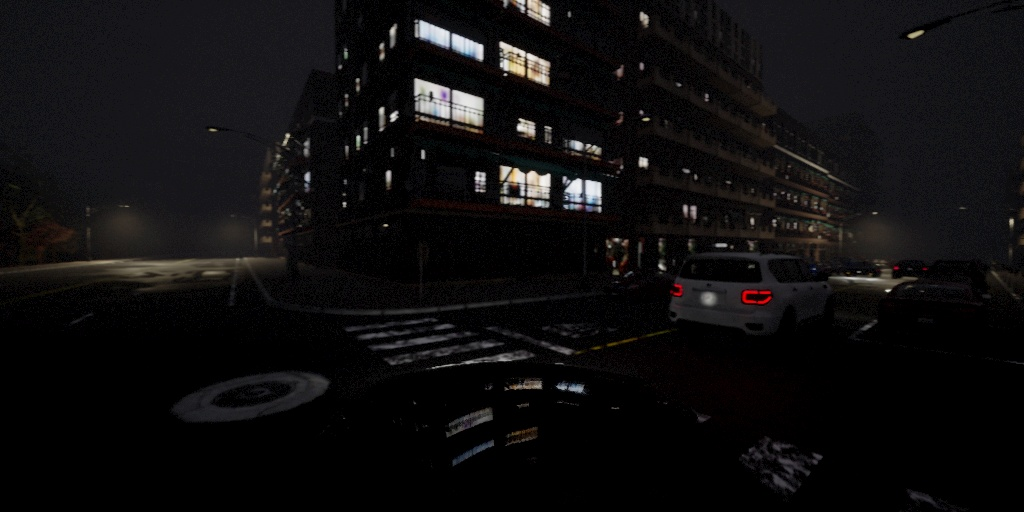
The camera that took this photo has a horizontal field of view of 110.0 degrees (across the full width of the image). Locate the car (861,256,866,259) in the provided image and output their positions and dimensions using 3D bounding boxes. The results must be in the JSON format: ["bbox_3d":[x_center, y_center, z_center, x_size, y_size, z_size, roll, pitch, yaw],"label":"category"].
[{"bbox_3d":[41.596,0.941,43.503,5.009,1.841,2.192,0,0,-38],"label":"car"}]

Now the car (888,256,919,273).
[{"bbox_3d":[33.775,1.074,30.180,4.553,1.767,2.097,0,1,-37],"label":"car"}]

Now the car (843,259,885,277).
[{"bbox_3d":[32.219,1.233,32.866,4.181,1.385,1.994,0,1,-38],"label":"car"}]

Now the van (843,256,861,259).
[{"bbox_3d":[37.125,0.966,40.027,3.998,1.789,1.690,0,0,-38],"label":"van"}]

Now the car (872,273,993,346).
[{"bbox_3d":[11.049,1.310,9.412,4.507,1.381,1.888,0,0,-38],"label":"car"}]

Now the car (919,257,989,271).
[{"bbox_3d":[24.244,1.079,19.565,5.009,1.841,2.192,0,0,-38],"label":"car"}]

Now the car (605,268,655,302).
[{"bbox_3d":[5.961,1.204,16.028,4.207,1.307,1.802,0,0,-38],"label":"car"}]

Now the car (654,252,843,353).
[{"bbox_3d":[6.178,0.941,9.034,5.566,2.045,2.150,0,1,-38],"label":"car"}]

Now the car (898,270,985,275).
[{"bbox_3d":[15.267,1.330,12.657,4.313,1.339,1.948,0,0,-38],"label":"car"}]
